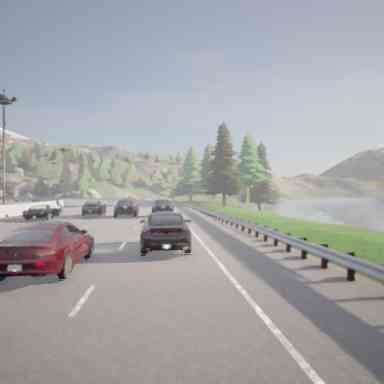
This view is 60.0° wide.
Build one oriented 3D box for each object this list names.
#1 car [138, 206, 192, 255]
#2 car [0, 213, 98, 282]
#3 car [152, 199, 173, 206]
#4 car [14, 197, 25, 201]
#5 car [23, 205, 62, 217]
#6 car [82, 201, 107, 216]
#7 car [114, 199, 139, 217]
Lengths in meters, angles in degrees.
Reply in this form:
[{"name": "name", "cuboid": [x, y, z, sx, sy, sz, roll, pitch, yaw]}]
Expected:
[{"name": "car", "cuboid": [-1.078, 1.562, 13.591, 1.837, 1.490, 4.892, 0, 0, -5]}, {"name": "car", "cuboid": [-4.262, 1.585, 9.939, 1.812, 1.442, 4.674, 0, 0, -5]}, {"name": "car", "cuboid": [-2.922, 1.487, 33.214, 2.097, 1.767, 4.553, 0, 0, -6]}, {"name": "car", "cuboid": [-36.342, 1.591, 70.206, 1.812, 1.442, 4.674, 0, 0, -21]}, {"name": "car", "cuboid": [-13.102, 1.779, 29.456, 1.895, 1.301, 4.718, 0, 0, -5]}, {"name": "car", "cuboid": [-10.079, 1.672, 34.466, 2.128, 1.511, 4.902, 0, 0, -6]}, {"name": "car", "cuboid": [-6.408, 1.505, 32.898, 2.097, 1.767, 4.553, 0, 0, -6]}]
